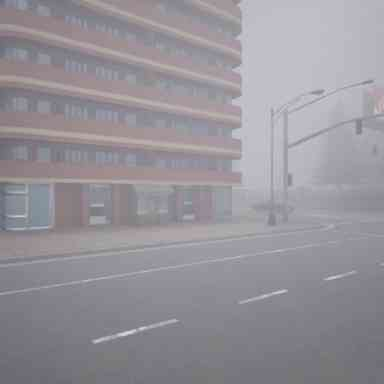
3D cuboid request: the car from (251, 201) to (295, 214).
[{"bbox_3d":[8.782,1.601,36.221,1.895,1.301,4.718,0,0,-36],"label":"car"}]
